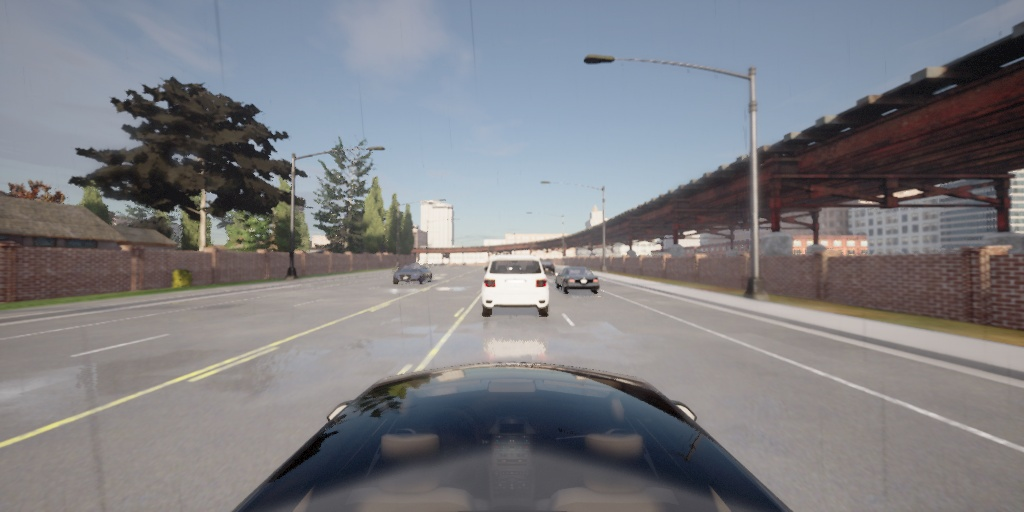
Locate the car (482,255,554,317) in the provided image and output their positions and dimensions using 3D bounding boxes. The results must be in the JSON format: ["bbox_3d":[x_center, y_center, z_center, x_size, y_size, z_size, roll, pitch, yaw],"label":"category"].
[{"bbox_3d":[0.111,0.988,13.434,2.150,2.045,5.566,0,0,0],"label":"car"}]

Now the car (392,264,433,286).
[{"bbox_3d":[-6.976,1.255,25.482,1.994,1.385,4.181,0,0,0],"label":"car"}]

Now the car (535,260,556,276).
[{"bbox_3d":[3.638,1.281,39.839,1.882,1.535,5.008,0,0,0],"label":"car"}]

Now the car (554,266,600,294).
[{"bbox_3d":[3.619,1.324,20.570,2.033,1.411,5.357,0,0,0],"label":"car"}]
